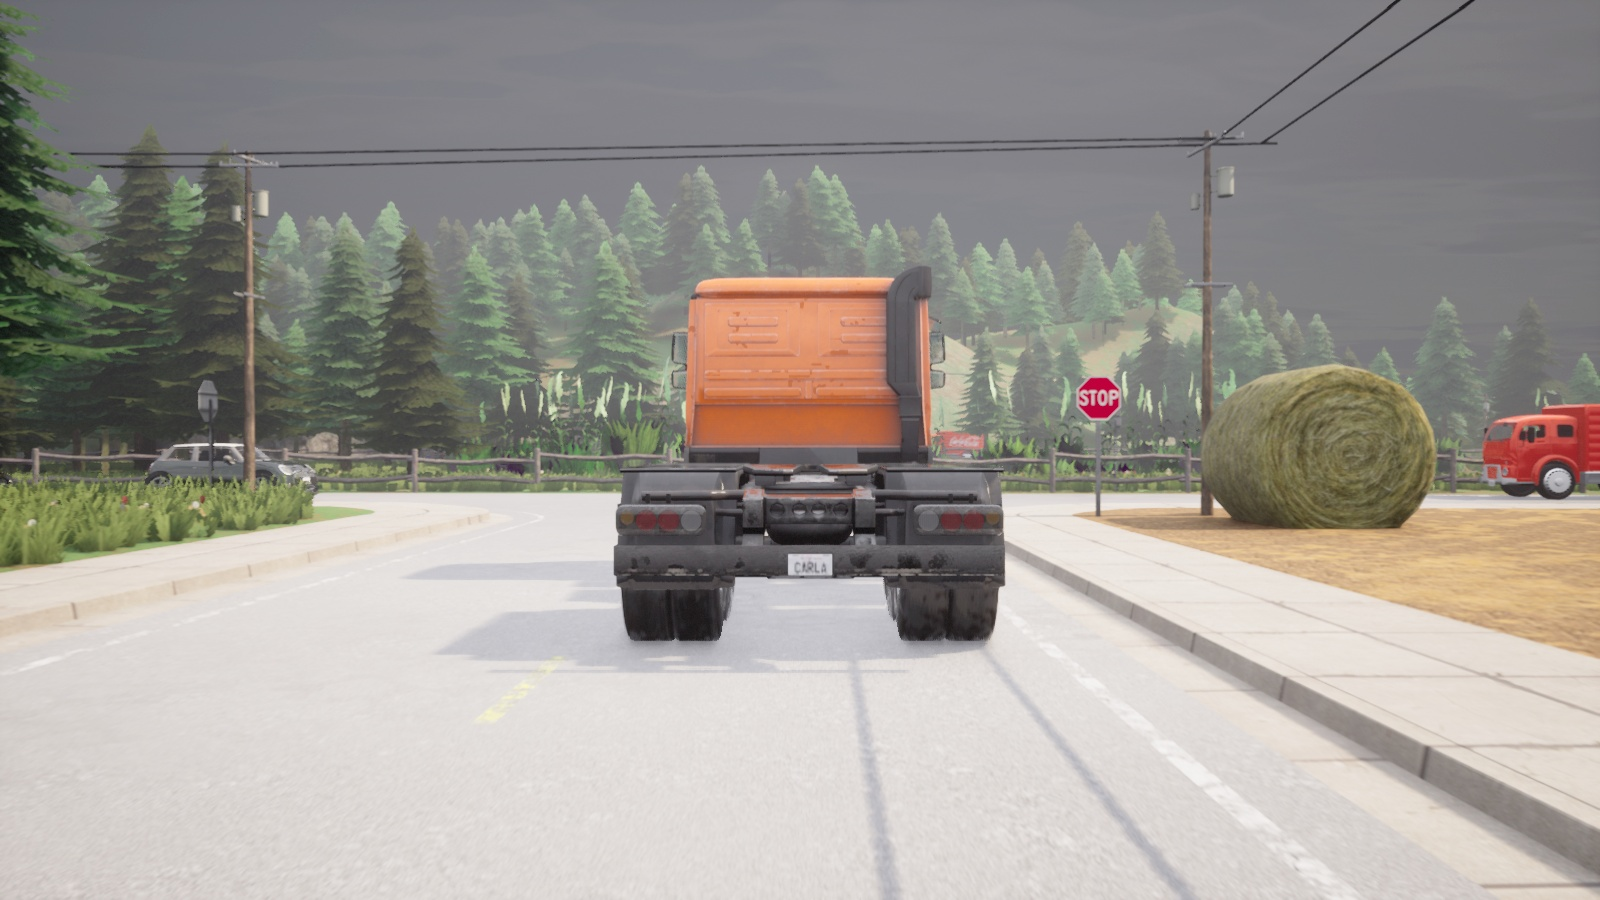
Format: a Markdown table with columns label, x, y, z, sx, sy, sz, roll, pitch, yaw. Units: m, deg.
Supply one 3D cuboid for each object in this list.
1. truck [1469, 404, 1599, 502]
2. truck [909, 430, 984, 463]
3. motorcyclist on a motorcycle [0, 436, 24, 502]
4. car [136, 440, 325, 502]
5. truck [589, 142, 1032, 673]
| label | x | y | z | sx | sy | sz | roll | pitch | yaw |
| --- | --- | --- | --- | --- | --- | --- | --- | --- | --- |
| truck | 20.885 | 0.067 | 32.997 | 5.204 | 2.467 | 2.627 | 0 | 0 | 3 |
| truck | 11.117 | -0.236 | 95.401 | 5.204 | 2.467 | 2.627 | 0 | 0 | -5 |
| motorcyclist on a motorcycle | -21.015 | 0.477 | 31.761 | 2.350 | 1.649 | 0.766 | 0 | 0 | 3 |
| car | -14.174 | 0.500 | 31.398 | 3.806 | 1.475 | 1.970 | 0 | 0 | 3 |
| truck | 0.085 | -0.299 | 12.174 | 2.891 | 3.462 | 7.936 | 0 | 0 | 0 |
